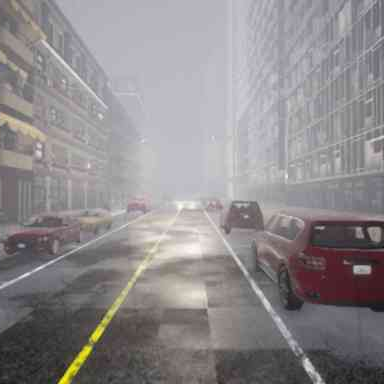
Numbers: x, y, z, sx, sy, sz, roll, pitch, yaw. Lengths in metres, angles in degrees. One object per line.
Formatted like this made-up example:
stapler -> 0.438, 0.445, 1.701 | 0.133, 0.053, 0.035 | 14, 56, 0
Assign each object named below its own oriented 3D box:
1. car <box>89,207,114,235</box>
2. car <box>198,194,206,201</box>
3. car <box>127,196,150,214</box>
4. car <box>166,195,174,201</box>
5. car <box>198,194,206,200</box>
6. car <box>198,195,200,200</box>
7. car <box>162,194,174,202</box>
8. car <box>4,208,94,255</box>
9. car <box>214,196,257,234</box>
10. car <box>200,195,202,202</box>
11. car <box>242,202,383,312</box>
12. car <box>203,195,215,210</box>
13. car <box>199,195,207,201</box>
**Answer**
car -> -5.679, 1.528, 18.809 | 1.752, 1.417, 4.829 | 1, 0, 0
car -> 2.699, 1.422, 86.794 | 1.967, 1.590, 4.097 | 1, 0, 0
car -> -5.677, 1.315, 35.934 | 2.192, 1.841, 5.009 | 1, 0, 0
car -> -5.683, 1.547, 86.796 | 1.947, 1.339, 4.313 | 1, 0, 0
car -> 2.699, 1.419, 92.445 | 1.967, 1.590, 4.097 | 1, 0, 0
car -> 2.698, 1.554, 75.492 | 1.947, 1.339, 4.313 | 1, 0, 0
car -> -5.678, 1.303, 75.493 | 2.192, 1.841, 5.009 | 1, 0, 0
car -> -5.679, 1.547, 13.329 | 1.887, 1.381, 4.507 | 1, 0, 0
car -> 2.704, 1.318, 18.979 | 2.192, 1.841, 5.009 | 1, 0, 0
car -> 2.699, 1.563, 52.887 | 1.947, 1.339, 4.313 | 1, 0, 0
car -> 2.705, 1.317, 7.676 | 2.192, 1.841, 5.009 | 1, 0, 0
car -> 2.701, 1.440, 41.583 | 1.967, 1.590, 4.097 | 1, 0, 0
car -> 2.698, 1.530, 81.142 | 1.887, 1.381, 4.507 | 1, 0, 0
